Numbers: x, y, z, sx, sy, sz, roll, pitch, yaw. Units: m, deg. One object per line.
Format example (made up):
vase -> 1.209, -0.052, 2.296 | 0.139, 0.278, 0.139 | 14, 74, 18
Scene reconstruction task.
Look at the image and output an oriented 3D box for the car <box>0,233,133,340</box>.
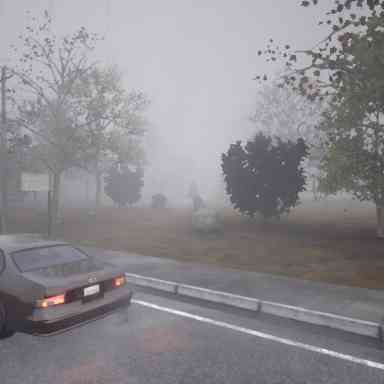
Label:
car -> -3.579, 1.547, 6.535 | 5.357, 1.411, 2.033 | 0, 0, 35
